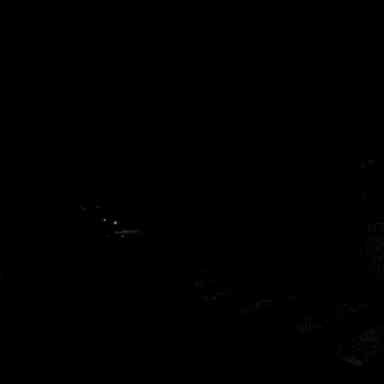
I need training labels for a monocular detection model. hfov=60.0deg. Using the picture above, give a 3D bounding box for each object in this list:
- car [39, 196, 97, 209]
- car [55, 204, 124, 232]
[{"bbox_3d":[-9.940,1.364,26.724,5.566,2.045,2.150,0,0,31],"label":"car"},{"bbox_3d":[-6.307,1.683,21.087,4.181,1.385,1.994,0,0,31],"label":"car"}]
